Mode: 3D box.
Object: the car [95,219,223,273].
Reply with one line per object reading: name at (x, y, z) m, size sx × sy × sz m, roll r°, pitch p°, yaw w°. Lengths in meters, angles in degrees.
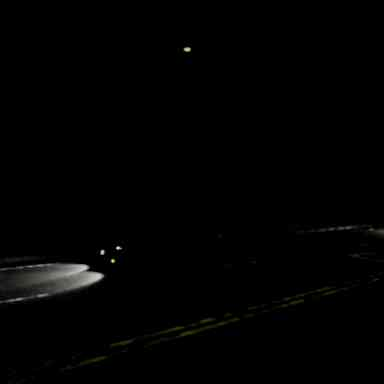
car at (-0.999, 1.611, 10.944) m, size 4.181 × 1.385 × 1.994 m, roll 1°, pitch 0°, yaw -35°
